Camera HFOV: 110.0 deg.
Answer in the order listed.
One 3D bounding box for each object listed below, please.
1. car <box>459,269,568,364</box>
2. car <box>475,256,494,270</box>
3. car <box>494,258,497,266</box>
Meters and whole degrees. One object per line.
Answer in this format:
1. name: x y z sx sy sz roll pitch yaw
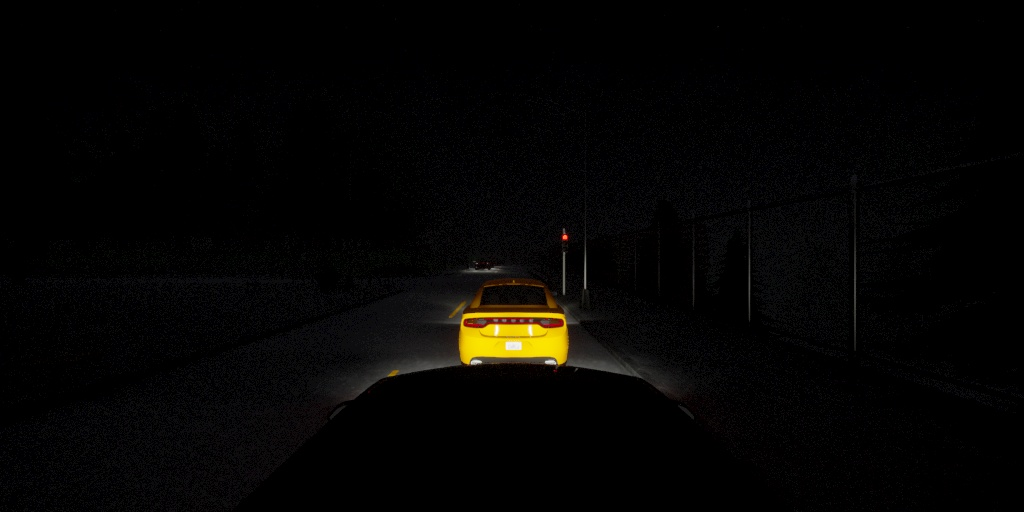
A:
1. car: 0.043 1.228 7.979 1.882 1.535 5.008 0 0 0
2. car: -4.122 1.102 51.948 2.097 1.767 4.553 0 0 0
3. car: -4.108 1.351 62.224 1.895 1.301 4.718 0 0 0
